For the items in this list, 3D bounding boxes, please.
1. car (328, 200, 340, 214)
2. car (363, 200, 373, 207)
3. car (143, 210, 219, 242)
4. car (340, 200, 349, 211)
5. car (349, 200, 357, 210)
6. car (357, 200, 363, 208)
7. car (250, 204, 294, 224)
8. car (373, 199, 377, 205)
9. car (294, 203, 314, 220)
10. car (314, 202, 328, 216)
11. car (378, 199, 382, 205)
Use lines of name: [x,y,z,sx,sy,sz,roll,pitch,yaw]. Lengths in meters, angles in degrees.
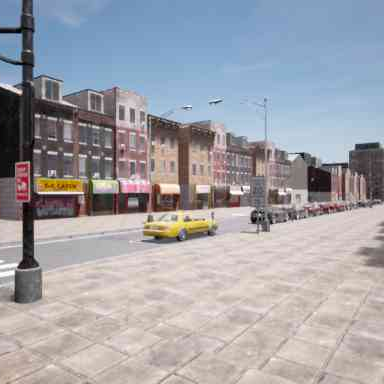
car: [15.825,1.834,39.678,1.887,1.381,4.507,-1,-1,35]
car: [32.128,2.147,62.601,2.008,1.369,4.403,-1,-1,35]
car: [-0.379,1.598,16.895,1.752,1.417,4.829,-1,-1,35]
car: [19.084,1.784,44.265,1.967,1.590,4.097,-1,-1,35]
car: [22.346,1.952,48.847,2.008,1.369,4.403,-1,-1,35]
car: [25.606,2.014,53.432,2.008,1.369,4.403,-1,-1,35]
car: [6.044,1.715,25.925,1.947,1.339,4.313,-1,-1,35]
car: [35.387,2.212,67.184,1.887,1.381,4.507,-1,-2,35]
car: [9.304,1.743,30.510,2.008,1.369,4.403,-1,-1,35]
car: [12.565,1.821,35.094,1.802,1.307,4.206,-1,-1,35]
car: [45.168,2.461,80.936,2.008,1.369,4.403,-2,-2,35]
